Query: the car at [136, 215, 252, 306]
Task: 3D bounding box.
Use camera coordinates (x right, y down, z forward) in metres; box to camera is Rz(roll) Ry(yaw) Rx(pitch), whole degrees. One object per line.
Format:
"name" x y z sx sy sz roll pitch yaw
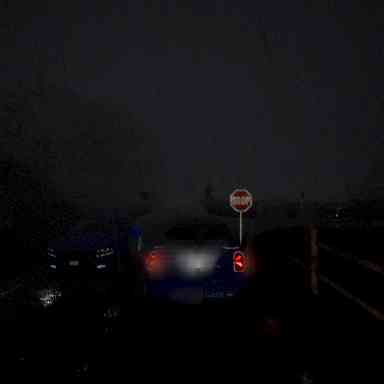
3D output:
"car" 0.083 1.352 8.190 2.097 1.767 4.553 0 0 0

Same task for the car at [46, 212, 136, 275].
"car" -2.850 1.477 10.685 1.882 1.535 5.008 0 0 1

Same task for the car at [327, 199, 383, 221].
"car" 12.792 1.301 25.445 4.553 1.767 2.097 0 0 0
